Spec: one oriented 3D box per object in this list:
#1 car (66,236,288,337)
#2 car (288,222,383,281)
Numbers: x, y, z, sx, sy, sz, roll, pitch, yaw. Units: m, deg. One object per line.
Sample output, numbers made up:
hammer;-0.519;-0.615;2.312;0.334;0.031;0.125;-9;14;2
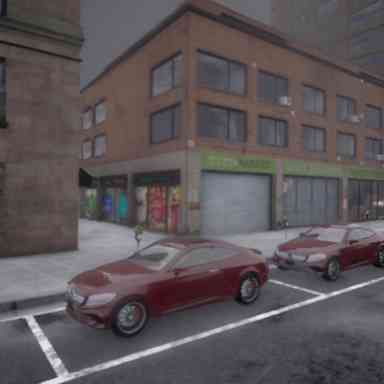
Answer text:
car;-0.255;1.580;6.575;4.206;1.307;1.802;0;1;-36
car;4.216;1.578;9.764;4.206;1.307;1.802;0;1;-35
